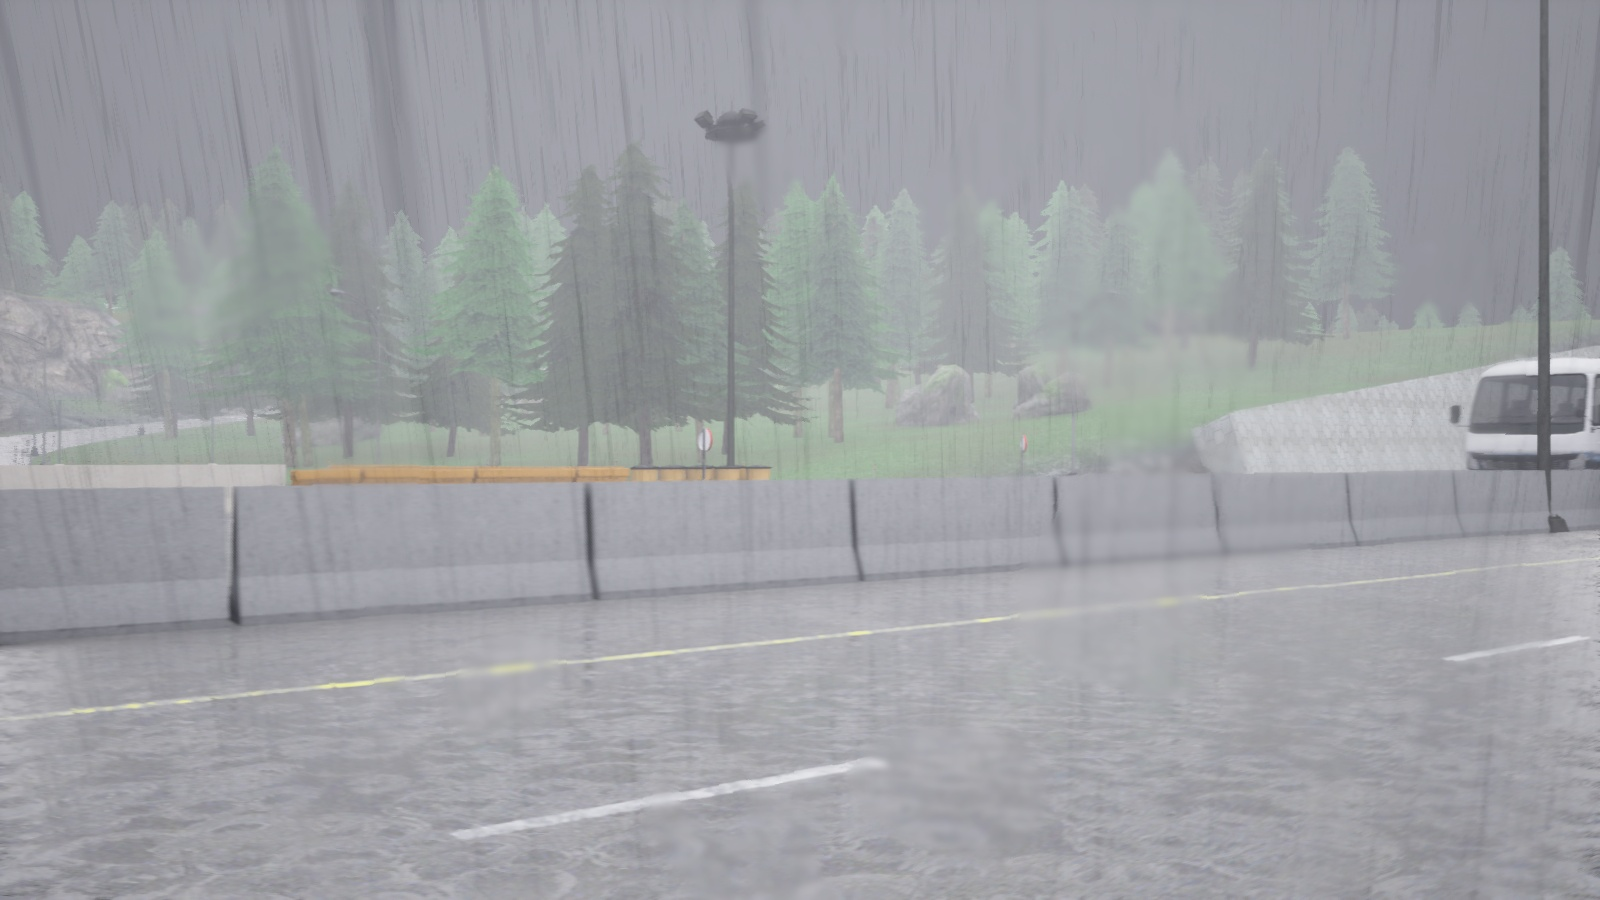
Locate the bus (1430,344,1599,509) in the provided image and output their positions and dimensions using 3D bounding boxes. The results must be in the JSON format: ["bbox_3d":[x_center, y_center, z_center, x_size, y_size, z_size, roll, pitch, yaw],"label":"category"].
[{"bbox_3d":[23.192,-0.590,36.864,10.273,4.253,3.944,0,0,-35],"label":"bus"}]
